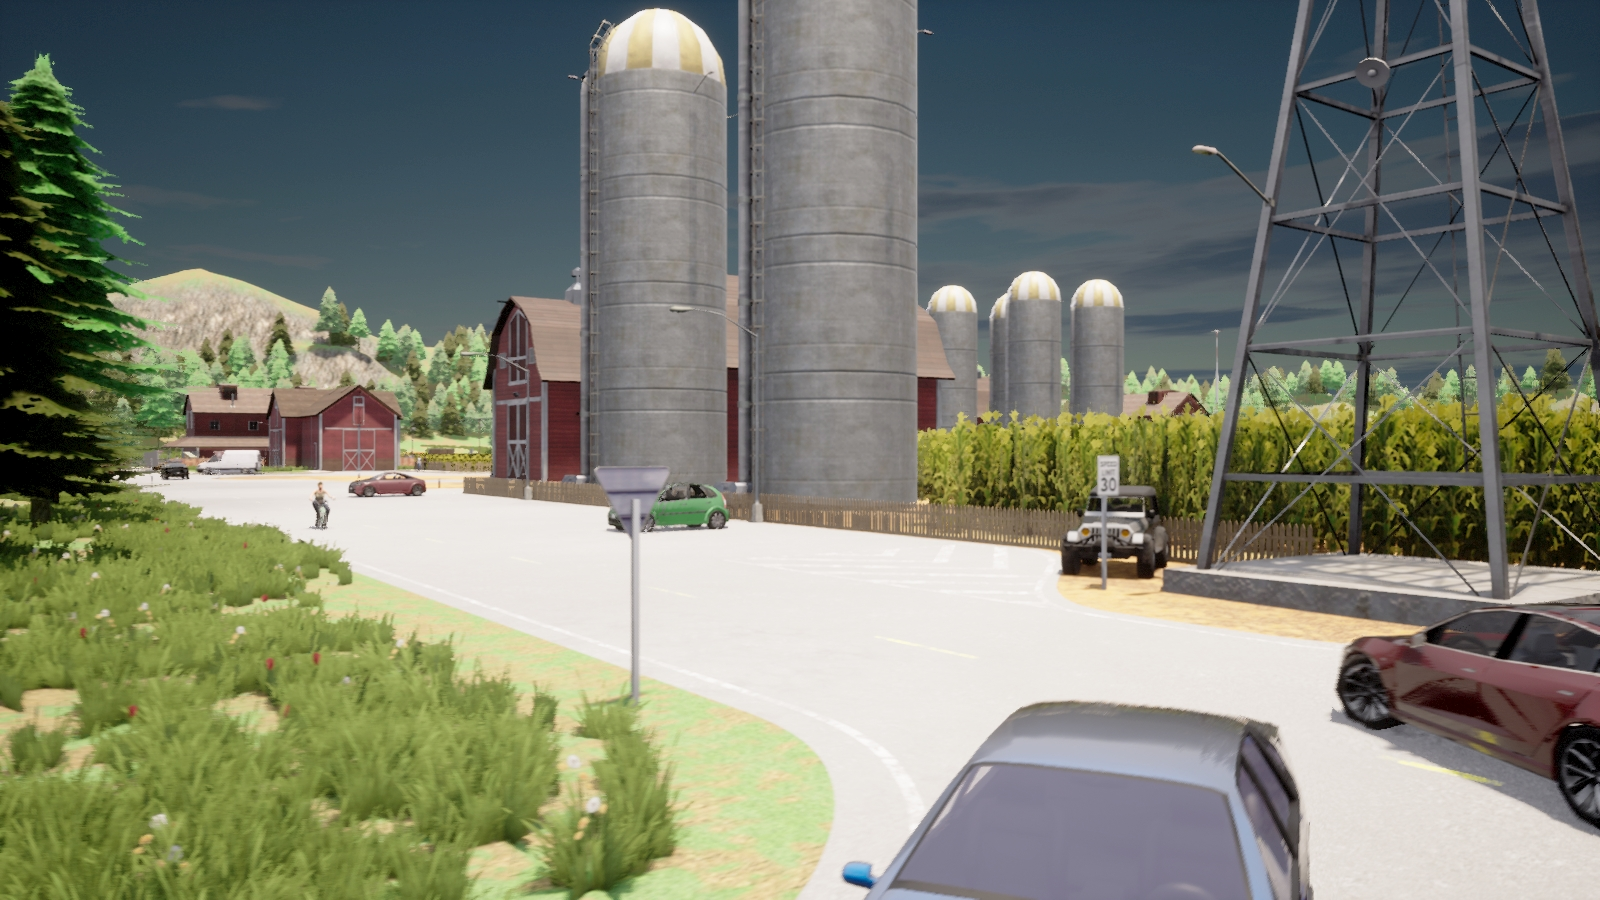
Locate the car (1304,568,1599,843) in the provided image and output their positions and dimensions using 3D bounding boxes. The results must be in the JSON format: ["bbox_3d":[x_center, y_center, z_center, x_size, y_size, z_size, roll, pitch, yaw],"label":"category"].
[{"bbox_3d":[6.601,2.023,9.813,2.163,1.488,4.792,0,0,-4],"label":"car"}]

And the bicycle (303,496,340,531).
[{"bbox_3d":[-15.976,2.114,38.113,0.859,1.080,1.487,0,0,-34],"label":"bicycle"}]

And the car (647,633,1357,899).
[{"bbox_3d":[1.530,2.091,5.614,2.033,1.411,5.357,0,1,24],"label":"car"}]
